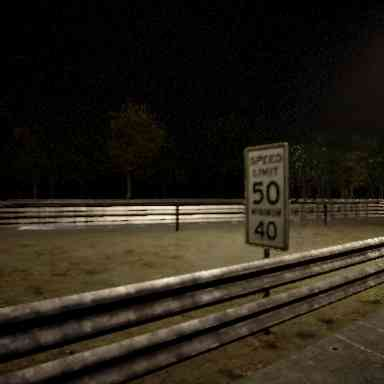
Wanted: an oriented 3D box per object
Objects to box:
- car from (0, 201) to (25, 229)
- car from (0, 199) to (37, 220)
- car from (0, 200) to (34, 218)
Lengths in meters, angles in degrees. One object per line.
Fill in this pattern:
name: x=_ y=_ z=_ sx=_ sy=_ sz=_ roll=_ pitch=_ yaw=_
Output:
car: x=-12.117 y=1.385 z=19.019 sx=4.181 sy=1.385 sz=1.994 roll=0 pitch=0 yaw=-22
car: x=-14.701 y=1.325 z=25.525 sx=4.902 sy=1.511 sz=2.128 roll=0 pitch=0 yaw=-22
car: x=-13.410 y=1.317 z=22.272 sx=4.902 sy=1.511 sz=2.128 roll=0 pitch=0 yaw=-22
